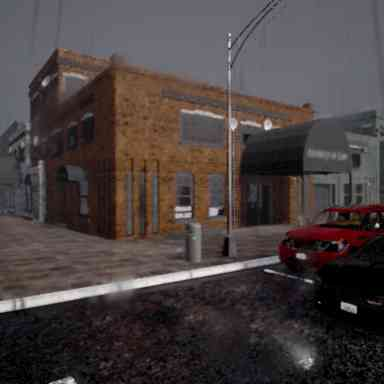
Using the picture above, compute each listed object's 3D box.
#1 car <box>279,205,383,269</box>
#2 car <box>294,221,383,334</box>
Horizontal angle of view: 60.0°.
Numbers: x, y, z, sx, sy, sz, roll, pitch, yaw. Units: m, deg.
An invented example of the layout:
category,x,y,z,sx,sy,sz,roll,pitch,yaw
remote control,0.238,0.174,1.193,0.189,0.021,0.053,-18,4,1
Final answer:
category,x,y,z,sx,sy,sz,roll,pitch,yaw
car,4.855,1.340,10.015,5.009,1.841,2.192,0,-1,-35
car,4.429,1.497,6.526,5.008,1.535,1.882,0,0,-35
